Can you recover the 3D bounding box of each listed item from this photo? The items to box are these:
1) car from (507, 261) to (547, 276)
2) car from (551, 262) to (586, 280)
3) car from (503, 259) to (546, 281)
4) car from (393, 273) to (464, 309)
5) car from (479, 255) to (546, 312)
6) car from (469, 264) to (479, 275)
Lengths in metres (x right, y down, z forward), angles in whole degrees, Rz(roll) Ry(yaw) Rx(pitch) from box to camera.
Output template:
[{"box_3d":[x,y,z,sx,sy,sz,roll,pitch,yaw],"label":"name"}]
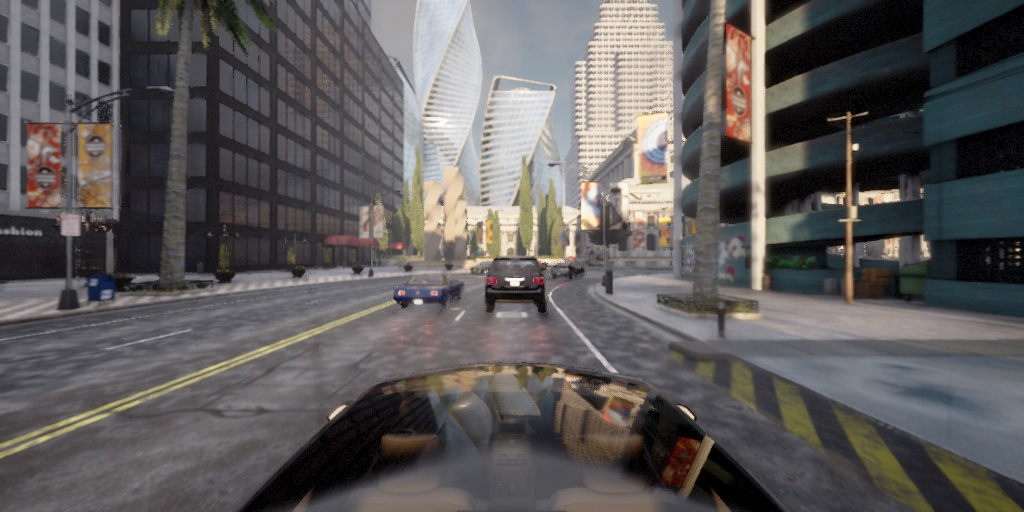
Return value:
[{"box_3d":[1.763,1.309,39.855,1.882,1.535,5.008,0,0,39],"label":"car"},{"box_3d":[5.166,1.306,32.269,2.128,1.511,4.902,0,0,30],"label":"car"},{"box_3d":[1.216,1.167,32.251,2.097,1.767,4.553,0,0,27],"label":"car"},{"box_3d":[-3.274,1.379,15.195,1.895,1.301,4.718,0,0,3],"label":"car"},{"box_3d":[0.196,1.000,14.510,2.150,2.045,5.566,0,0,2],"label":"car"},{"box_3d":[-2.684,1.335,39.614,1.837,1.490,4.892,-1,-1,35],"label":"car"}]
